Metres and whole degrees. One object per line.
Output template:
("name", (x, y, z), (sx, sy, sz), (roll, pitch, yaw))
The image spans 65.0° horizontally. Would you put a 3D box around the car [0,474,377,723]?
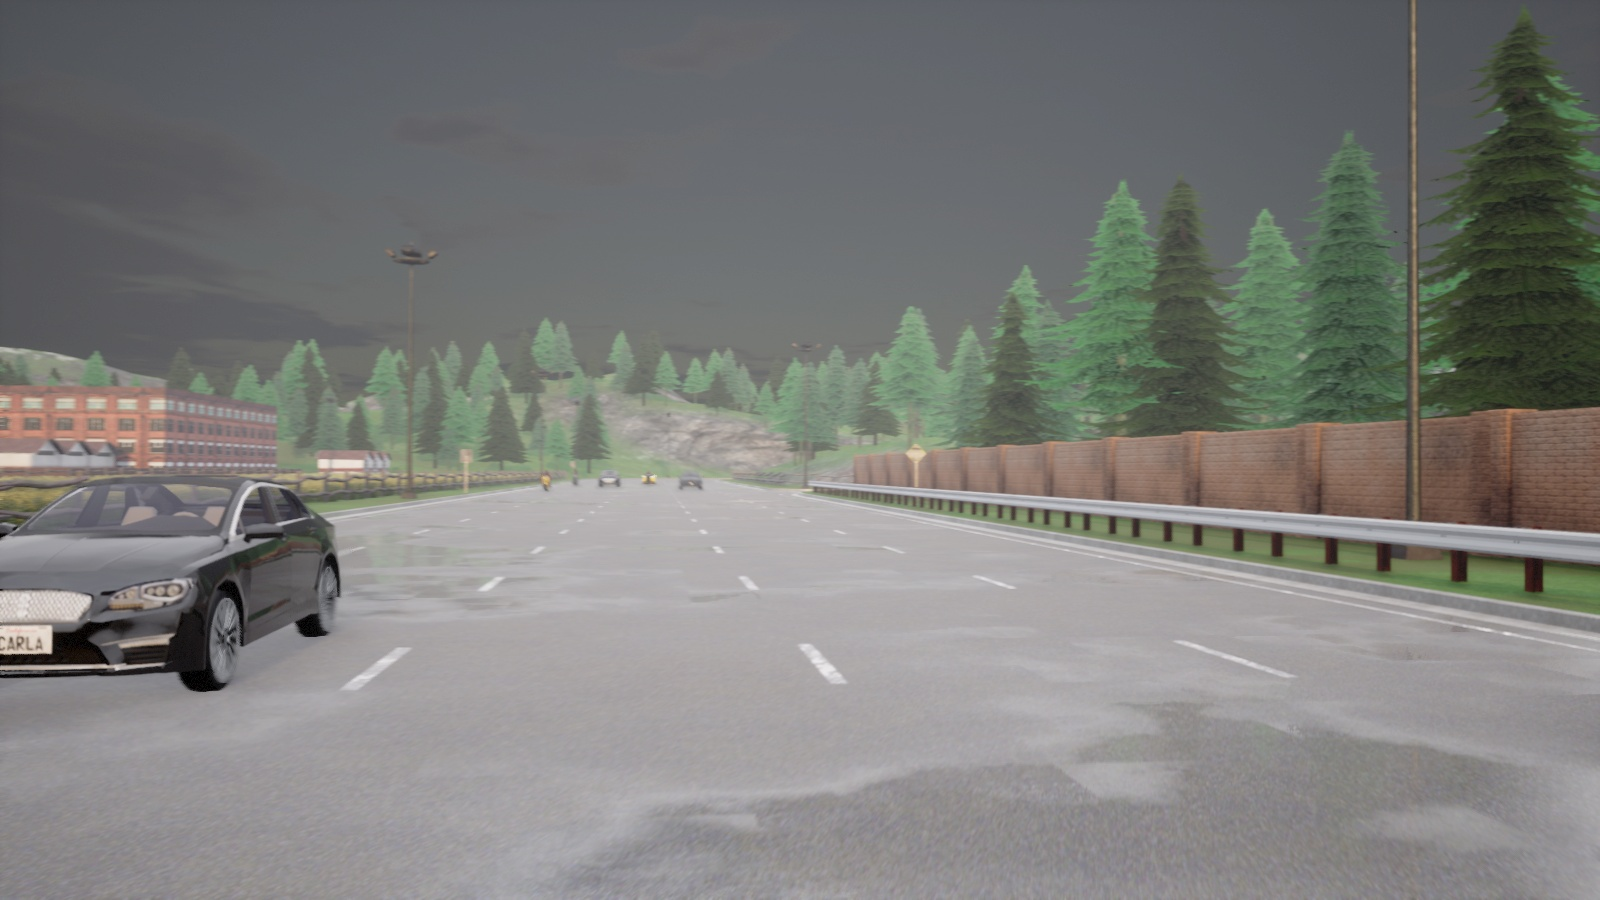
("car", (-5.044, 0.953, 10.126), (2.128, 1.511, 4.902), (0, -1, -7))
